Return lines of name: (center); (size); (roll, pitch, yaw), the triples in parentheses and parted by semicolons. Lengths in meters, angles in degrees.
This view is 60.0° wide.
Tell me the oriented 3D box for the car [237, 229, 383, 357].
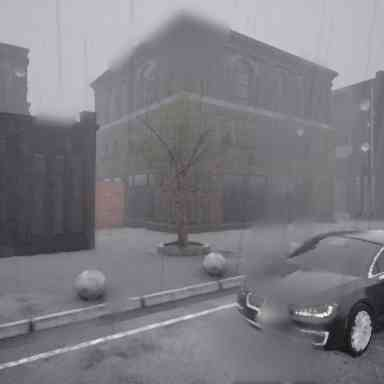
car: (2.987, 1.505, 6.120); (4.892, 1.490, 1.837); (0, 0, -35)
